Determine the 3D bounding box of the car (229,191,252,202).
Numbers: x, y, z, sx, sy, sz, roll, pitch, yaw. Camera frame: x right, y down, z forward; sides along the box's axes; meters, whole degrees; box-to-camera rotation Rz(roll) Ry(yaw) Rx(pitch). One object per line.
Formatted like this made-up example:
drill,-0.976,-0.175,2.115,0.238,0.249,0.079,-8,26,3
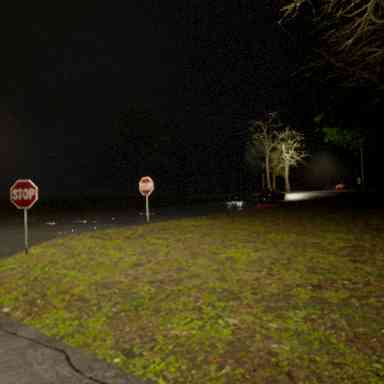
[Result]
car,7.084,0.675,48.271,1.837,1.490,4.892,-3,1,35

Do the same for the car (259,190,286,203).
car,9.582,0.503,39.641,2.128,1.511,4.902,-3,0,35
